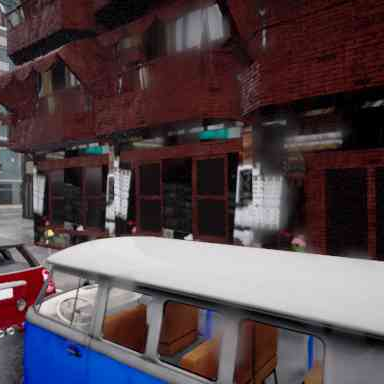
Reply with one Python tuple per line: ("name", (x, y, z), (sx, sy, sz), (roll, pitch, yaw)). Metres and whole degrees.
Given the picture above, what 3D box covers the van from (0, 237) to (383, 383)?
("van", (0.323, 1.342, 2.504), (3.998, 1.788, 1.690), (0, -1, 35))
